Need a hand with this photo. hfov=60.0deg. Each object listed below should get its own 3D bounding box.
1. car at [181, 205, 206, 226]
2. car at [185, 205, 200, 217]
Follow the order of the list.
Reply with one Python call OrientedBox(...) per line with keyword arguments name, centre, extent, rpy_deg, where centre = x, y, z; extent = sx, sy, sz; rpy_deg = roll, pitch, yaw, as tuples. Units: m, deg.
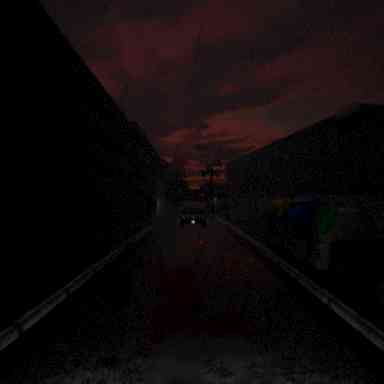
OrientedBox(name="car", centre=(0.095, 1.955, 26.449), extent=(1.895, 1.301, 4.718), rpy_deg=(0, -2, 0))
OrientedBox(name="car", centre=(0.097, 2.486, 43.314), extent=(1.812, 1.442, 4.674), rpy_deg=(0, -3, 0))
